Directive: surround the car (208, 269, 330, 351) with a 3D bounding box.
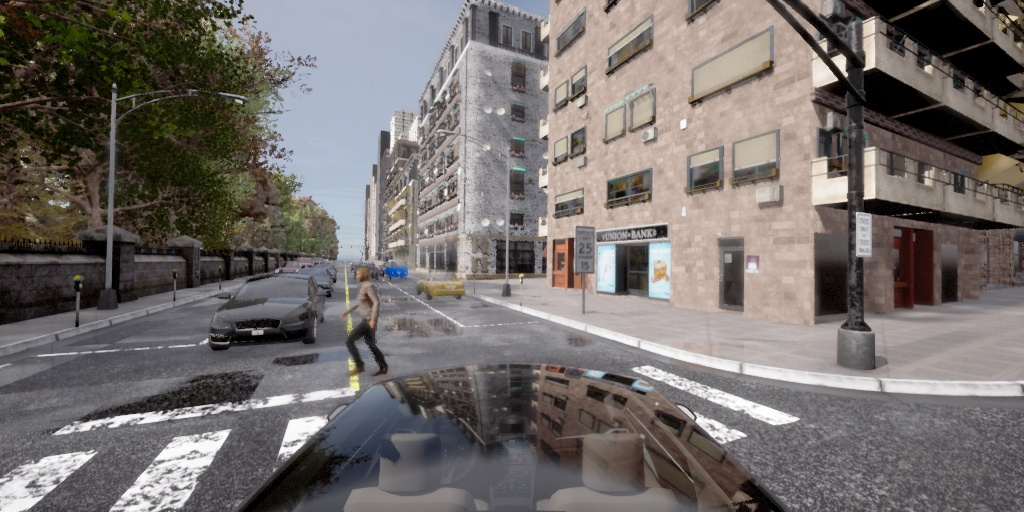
[{"bbox_3d":[-5.886,1.231,9.114,1.837,1.490,4.892,1,-1,-24],"label":"car"}]

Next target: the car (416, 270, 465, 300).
[{"bbox_3d":[-3.770,1.382,18.288,1.751,1.417,4.829,0,0,-25],"label":"car"}]

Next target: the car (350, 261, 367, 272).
[{"bbox_3d":[-21.602,1.482,50.355,2.033,1.411,5.357,1,-1,-25],"label":"car"}]

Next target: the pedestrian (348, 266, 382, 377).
[{"bbox_3d":[-2.380,1.039,5.794,0.375,1.860,0.375,2,-1,-25],"label":"pedestrian"}]

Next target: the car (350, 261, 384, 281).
[{"bbox_3d":[-13.113,1.356,32.202,2.128,1.511,4.902,1,-1,-25],"label":"car"}]

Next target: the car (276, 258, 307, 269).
[{"bbox_3d":[-18.322,1.197,29.639,1.967,1.591,4.097,0,0,-25],"label":"car"}]

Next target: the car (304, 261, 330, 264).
[{"bbox_3d":[-14.819,1.344,28.305,2.033,1.411,5.357,1,-1,-25],"label":"car"}]

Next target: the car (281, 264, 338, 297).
[{"bbox_3d":[-10.307,1.308,18.639,2.033,1.411,5.357,1,-1,-25],"label":"car"}]

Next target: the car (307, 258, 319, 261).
[{"bbox_3d":[-23.013,1.110,39.674,2.192,1.841,5.009,0,0,-25],"label":"car"}]

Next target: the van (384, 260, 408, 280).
[{"bbox_3d":[-10.732,1.253,33.188,1.690,1.789,3.998,0,0,-25],"label":"van"}]
